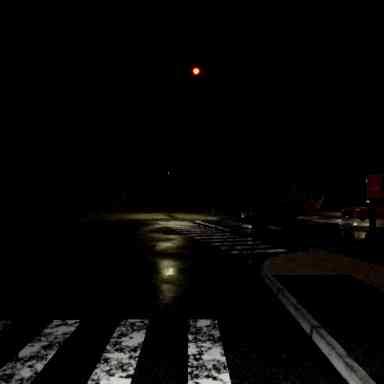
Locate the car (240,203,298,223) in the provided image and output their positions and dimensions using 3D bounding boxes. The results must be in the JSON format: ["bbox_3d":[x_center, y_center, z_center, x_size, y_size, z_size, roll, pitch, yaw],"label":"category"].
[{"bbox_3d":[6.096,1.619,26.212,4.674,1.442,1.812,1,0,-19],"label":"car"}]

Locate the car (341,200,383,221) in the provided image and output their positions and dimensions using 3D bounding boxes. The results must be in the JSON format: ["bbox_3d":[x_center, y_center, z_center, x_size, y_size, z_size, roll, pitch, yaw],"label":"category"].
[{"bbox_3d":[15.479,1.589,29.303,4.553,1.767,2.097,1,0,-17],"label":"car"}]
